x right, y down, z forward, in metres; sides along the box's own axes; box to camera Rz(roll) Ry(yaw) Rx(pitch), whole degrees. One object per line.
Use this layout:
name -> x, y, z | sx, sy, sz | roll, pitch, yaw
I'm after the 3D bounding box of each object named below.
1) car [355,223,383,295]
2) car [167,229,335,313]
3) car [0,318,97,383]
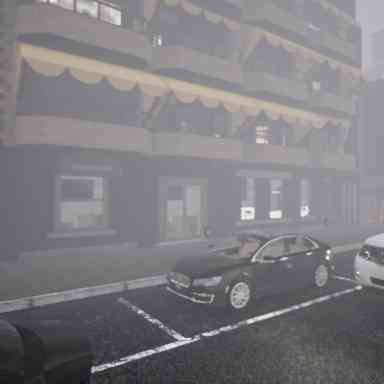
car -> 6.094, 1.264, 7.714 | 5.566, 2.045, 2.150 | 0, 0, -35
car -> 1.518, 1.576, 7.640 | 4.403, 1.369, 2.008 | 0, 0, -35
car -> -2.825, 1.500, 1.363 | 4.892, 1.490, 1.837 | 1, -1, -35
